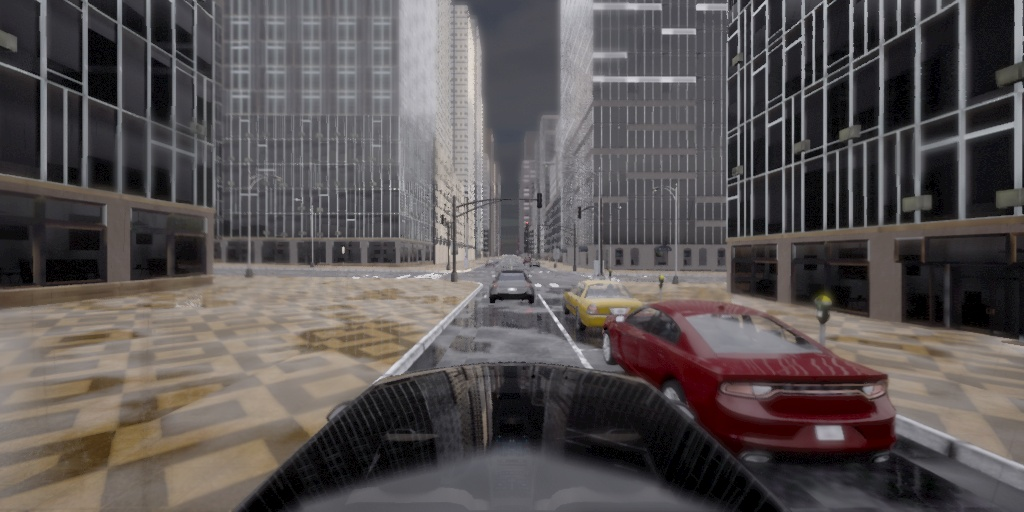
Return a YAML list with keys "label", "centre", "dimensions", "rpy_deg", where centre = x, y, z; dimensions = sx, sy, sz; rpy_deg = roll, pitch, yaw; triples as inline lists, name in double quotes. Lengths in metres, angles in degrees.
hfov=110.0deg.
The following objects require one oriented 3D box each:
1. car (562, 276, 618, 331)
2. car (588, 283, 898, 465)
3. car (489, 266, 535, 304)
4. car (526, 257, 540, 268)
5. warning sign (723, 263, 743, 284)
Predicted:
- label: "car"
  centre: [2.565, 1.273, 10.841]
  dimensions: [1.751, 1.417, 4.829]
  rpy_deg: [0, 0, 0]
- label: "car"
  centre: [2.565, 1.293, 5.119]
  dimensions: [1.888, 1.381, 4.507]
  rpy_deg: [0, 0, 0]
- label: "car"
  centre: [0.000, 1.321, 16.500]
  dimensions: [1.994, 1.385, 4.181]
  rpy_deg: [0, 0, 0]
- label: "car"
  centre: [3.870, 1.326, 61.775]
  dimensions: [1.948, 1.339, 4.313]
  rpy_deg: [0, 0, 0]
- label: "warning sign"
  centre: [17.262, 1.202, 27.990]
  dimensions: [1.060, 1.860, 1.300]
  rpy_deg: [0, 0, -3]
